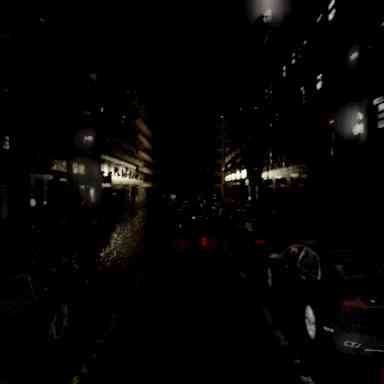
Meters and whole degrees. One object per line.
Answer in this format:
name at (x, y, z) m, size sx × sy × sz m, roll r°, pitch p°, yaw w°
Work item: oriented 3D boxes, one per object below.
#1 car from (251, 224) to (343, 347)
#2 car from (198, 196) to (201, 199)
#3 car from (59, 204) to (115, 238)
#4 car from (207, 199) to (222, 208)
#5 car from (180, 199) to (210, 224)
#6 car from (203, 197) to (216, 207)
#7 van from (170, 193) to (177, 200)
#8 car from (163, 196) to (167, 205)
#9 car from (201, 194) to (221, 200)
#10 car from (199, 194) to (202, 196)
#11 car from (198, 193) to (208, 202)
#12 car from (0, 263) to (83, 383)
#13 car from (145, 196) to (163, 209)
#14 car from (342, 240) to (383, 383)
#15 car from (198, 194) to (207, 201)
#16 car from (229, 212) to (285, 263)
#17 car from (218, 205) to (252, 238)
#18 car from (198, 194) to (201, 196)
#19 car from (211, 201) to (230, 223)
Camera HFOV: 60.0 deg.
car at (2.558, 1.550, 6.190) m, size 2.008 × 1.369 × 4.403 m, roll -1°, pitch 0°, yaw 0°
car at (0.114, 1.588, 43.460) m, size 1.895 × 1.301 × 4.718 m, roll 0°, pitch 0°, yaw 0°
car at (-5.320, 1.436, 17.270) m, size 1.967 × 1.590 × 4.097 m, roll -1°, pitch 0°, yaw 0°
car at (2.565, 1.544, 28.386) m, size 2.008 × 1.369 × 4.403 m, roll -1°, pitch 0°, yaw 0°
car at (0.107, 1.519, 24.460) m, size 1.812 × 1.442 × 4.674 m, roll 0°, pitch 0°, yaw 0°
car at (2.572, 1.511, 50.753) m, size 1.752 × 1.417 × 4.829 m, roll -1°, pitch 0°, yaw 0°
van at (-5.296, 1.305, 94.958) m, size 1.690 × 1.788 × 3.998 m, roll -1°, pitch 0°, yaw 0°
car at (-5.307, 1.423, 56.113) m, size 1.967 × 1.590 × 4.097 m, roll -1°, pitch 0°, yaw 0°
car at (2.566, 1.304, 39.485) m, size 2.192 × 1.841 × 5.009 m, roll -1°, pitch 0°, yaw 0°
car at (2.576, 1.563, 61.681) m, size 1.802 × 1.307 × 4.206 m, roll -1°, pitch 0°, yaw 0°
car at (2.579, 1.288, 78.327) m, size 2.192 × 1.841 × 5.009 m, roll -1°, pitch 0°, yaw 0°
car at (-2.849, 1.600, 3.610) m, size 1.895 × 1.301 × 4.718 m, roll 0°, pitch 0°, yaw 0°
car at (-5.310, 1.512, 44.845) m, size 1.752 × 1.417 × 4.829 m, roll -1°, pitch 0°, yaw 0°
car at (2.554, 1.315, 0.642) m, size 2.192 × 1.841 × 5.009 m, roll -1°, pitch 0°, yaw 0°
car at (2.582, 1.410, 83.877) m, size 1.967 × 1.590 × 4.097 m, roll -1°, pitch 0°, yaw 0°
car at (2.560, 1.580, 11.740) m, size 1.802 × 1.307 × 4.206 m, roll -1°, pitch 0°, yaw 0°
car at (2.562, 1.578, 17.289) m, size 1.802 × 1.307 × 4.206 m, roll -1°, pitch 0°, yaw 0°
car at (2.577, 1.290, 72.778) m, size 2.192 × 1.841 × 5.009 m, roll -1°, pitch 0°, yaw 0°
car at (2.564, 1.561, 22.838) m, size 1.947 × 1.339 × 4.313 m, roll -1°, pitch 0°, yaw 0°
